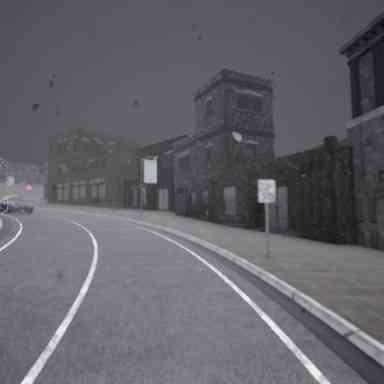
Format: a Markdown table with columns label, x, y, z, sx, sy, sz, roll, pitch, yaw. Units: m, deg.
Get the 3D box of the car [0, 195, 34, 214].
| label | x | y | z | sx | sy | sz | roll | pitch | yaw |
| --- | --- | --- | --- | --- | --- | --- | --- | --- | --- |
| car | -16.977 | 1.133 | 32.191 | 2.097 | 1.767 | 4.553 | 4 | -2 | -43 |
